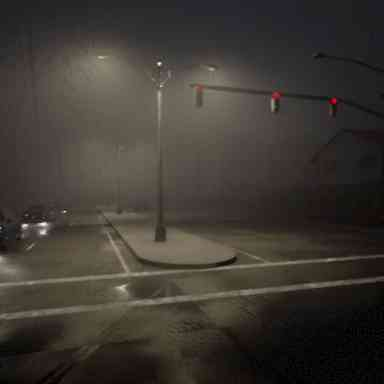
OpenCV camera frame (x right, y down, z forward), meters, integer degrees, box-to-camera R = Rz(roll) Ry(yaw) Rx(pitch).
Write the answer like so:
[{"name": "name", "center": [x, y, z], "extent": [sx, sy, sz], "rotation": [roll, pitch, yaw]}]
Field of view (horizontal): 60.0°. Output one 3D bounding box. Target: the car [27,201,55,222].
[{"name": "car", "center": [-13.589, 1.829, 29.341], "extent": [1.837, 1.490, 4.892], "rotation": [0, 0, -17]}]

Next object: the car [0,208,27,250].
[{"name": "car", "center": [-9.044, 1.539, 14.786], "extent": [2.097, 1.767, 4.553], "rotation": [0, 0, -17]}]

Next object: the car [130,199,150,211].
[{"name": "car", "center": [-7.410, 1.893, 48.474], "extent": [1.837, 1.490, 4.892], "rotation": [0, 0, -17]}]

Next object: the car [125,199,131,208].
[{"name": "car", "center": [-10.494, 2.007, 58.317], "extent": [1.812, 1.442, 4.674], "rotation": [0, 0, -17]}]

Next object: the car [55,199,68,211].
[{"name": "car", "center": [-19.978, 1.872, 50.110], "extent": [2.097, 1.767, 4.553], "rotation": [0, 0, -17]}]
